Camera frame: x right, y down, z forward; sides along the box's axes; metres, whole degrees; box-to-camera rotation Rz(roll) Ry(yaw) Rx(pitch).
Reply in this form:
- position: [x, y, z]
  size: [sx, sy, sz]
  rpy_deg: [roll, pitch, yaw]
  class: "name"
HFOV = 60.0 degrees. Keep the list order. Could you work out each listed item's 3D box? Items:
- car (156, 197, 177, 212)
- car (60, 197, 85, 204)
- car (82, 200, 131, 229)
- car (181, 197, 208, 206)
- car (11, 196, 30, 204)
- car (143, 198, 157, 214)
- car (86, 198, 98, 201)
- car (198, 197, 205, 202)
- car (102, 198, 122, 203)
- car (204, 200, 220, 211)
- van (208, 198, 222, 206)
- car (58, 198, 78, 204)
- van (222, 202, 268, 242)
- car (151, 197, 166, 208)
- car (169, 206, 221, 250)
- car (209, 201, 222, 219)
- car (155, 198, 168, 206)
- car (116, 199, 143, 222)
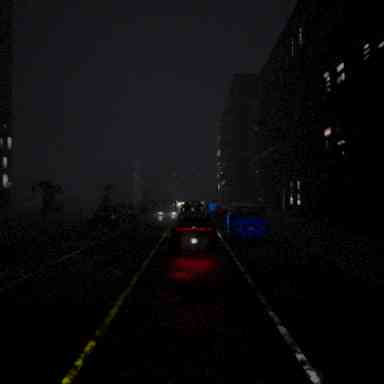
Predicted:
- position: [-3.095, 1.592, 42.646]
  size: [2.097, 1.767, 4.553]
  rpy_deg: [0, 0, 0]
  class: "car"
- position: [-26.382, 1.880, 73.808]
  size: [4.097, 1.590, 1.967]
  rpy_deg: [0, -1, 1]
  class: "car"
- position: [-5.653, 1.575, 22.522]
  size: [1.967, 1.590, 4.097]
  rpy_deg: [1, 0, 0]
  class: "car"
- position: [0.082, 1.531, 30.520]
  size: [2.097, 1.767, 4.553]
  rpy_deg: [0, 0, 0]
  class: "car"
- position: [-42.919, 1.998, 82.628]
  size: [5.009, 1.841, 2.192]
  rpy_deg: [0, -1, 1]
  class: "car"
- position: [-5.649, 1.770, 39.458]
  size: [1.887, 1.381, 4.507]
  rpy_deg: [1, 0, 0]
  class: "car"
- position: [-25.205, 2.166, 82.428]
  size: [4.313, 1.339, 1.947]
  rpy_deg: [0, -1, 1]
  class: "car"
- position: [2.695, 2.024, 94.562]
  size: [2.008, 1.369, 4.403]
  rpy_deg: [1, 0, 0]
  class: "car"
- position: [-19.723, 2.125, 82.353]
  size: [4.403, 1.369, 2.008]
  rpy_deg: [0, -1, 1]
  class: "car"
- position: [2.697, 1.820, 45.138]
  size: [1.947, 1.339, 4.313]
  rpy_deg: [1, 0, 0]
  class: "car"
- position: [2.701, 1.567, 39.493]
  size: [1.690, 1.788, 3.998]
  rpy_deg: [1, 0, 0]
  class: "van"
- position: [-30.684, 2.208, 82.502]
  size: [4.206, 1.307, 1.802]
  rpy_deg: [0, -1, 1]
  class: "car"
- position: [2.702, 1.444, 16.908]
  size: [1.690, 1.788, 3.998]
  rpy_deg: [1, 0, 0]
  class: "van"
- position: [-5.649, 1.749, 56.397]
  size: [1.967, 1.590, 4.097]
  rpy_deg: [1, 0, 0]
  class: "car"
- position: [0.082, 1.594, 14.787]
  size: [1.837, 1.490, 4.892]
  rpy_deg: [0, -1, 0]
  class: "car"
- position: [2.699, 1.711, 28.201]
  size: [1.887, 1.381, 4.507]
  rpy_deg: [1, 0, 0]
  class: "car"
- position: [-5.651, 1.880, 62.042]
  size: [1.887, 1.381, 4.507]
  rpy_deg: [1, 0, 0]
  class: "car"
- position: [-5.647, 1.606, 28.168]
  size: [1.967, 1.590, 4.097]
  rpy_deg: [1, 0, 0]
  class: "car"
